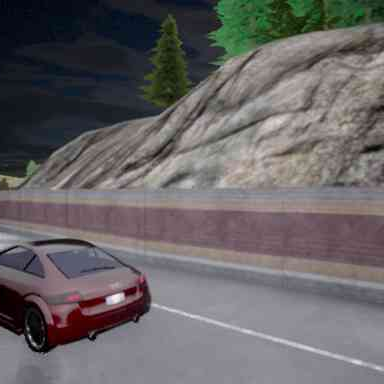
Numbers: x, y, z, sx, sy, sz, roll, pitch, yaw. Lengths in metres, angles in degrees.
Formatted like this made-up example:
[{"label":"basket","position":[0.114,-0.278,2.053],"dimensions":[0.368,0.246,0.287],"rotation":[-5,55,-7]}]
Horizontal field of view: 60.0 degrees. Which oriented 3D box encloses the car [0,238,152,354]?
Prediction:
[{"label":"car","position":[-2.733,1.577,6.246],"dimensions":[4.181,1.385,1.994],"rotation":[0,0,38]}]
